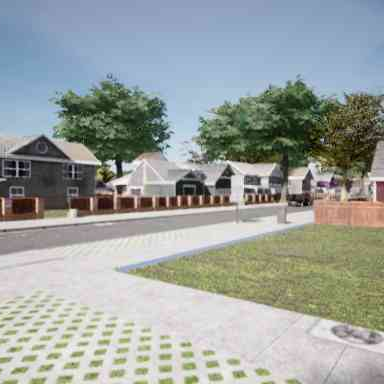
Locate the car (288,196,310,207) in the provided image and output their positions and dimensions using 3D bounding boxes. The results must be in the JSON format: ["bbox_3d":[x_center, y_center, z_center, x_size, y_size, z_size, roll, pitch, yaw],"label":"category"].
[{"bbox_3d":[14.976,1.293,46.449,1.837,1.490,4.892,1,1,37],"label":"car"}]
